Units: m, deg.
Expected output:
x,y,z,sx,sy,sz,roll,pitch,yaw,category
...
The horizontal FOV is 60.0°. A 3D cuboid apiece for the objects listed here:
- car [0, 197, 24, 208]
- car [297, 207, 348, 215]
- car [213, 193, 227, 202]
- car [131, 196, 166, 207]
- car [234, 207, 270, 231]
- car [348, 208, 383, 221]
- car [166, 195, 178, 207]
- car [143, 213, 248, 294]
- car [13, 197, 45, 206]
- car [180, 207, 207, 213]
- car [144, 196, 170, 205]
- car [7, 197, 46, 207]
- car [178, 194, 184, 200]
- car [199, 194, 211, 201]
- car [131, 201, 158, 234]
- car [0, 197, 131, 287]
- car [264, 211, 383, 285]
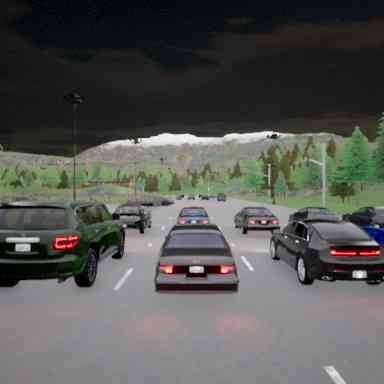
x,y,z,sx,sy,sz,roll,pitch,yaw,category
-26.391,1.475,46.442,4.902,1.511,2.128,0,0,0,car
7.065,1.557,19.389,1.994,1.385,4.181,0,0,0,car
6.851,1.495,78.891,2.128,1.511,4.902,0,0,0,car
-6.574,1.476,45.292,4.902,1.511,2.128,0,0,-23,car
3.565,1.540,18.976,2.033,1.411,5.357,0,0,0,car
7.084,1.474,10.406,1.882,1.535,5.008,0,0,0,car
-4.999,1.507,50.093,4.674,1.442,1.812,0,1,-35,car
0.086,1.544,8.931,2.033,1.411,5.357,0,0,0,car
-26.083,1.544,53.447,4.181,1.385,1.994,0,0,-1,car
0.072,1.540,18.998,2.033,1.411,5.357,0,0,0,car
-6.144,1.470,59.471,2.128,1.511,4.902,1,0,29,car
-24.813,1.487,49.957,4.892,1.490,1.837,0,0,0,car
-3.664,1.506,90.879,2.033,1.411,5.357,0,0,0,car
3.342,1.468,87.714,1.837,1.490,4.892,0,0,0,car
-3.433,1.484,19.171,2.128,1.511,4.902,0,0,0,car
-3.418,1.218,9.424,2.150,2.045,5.566,0,0,0,car
3.568,1.501,9.480,1.837,1.490,4.892,0,0,0,car
